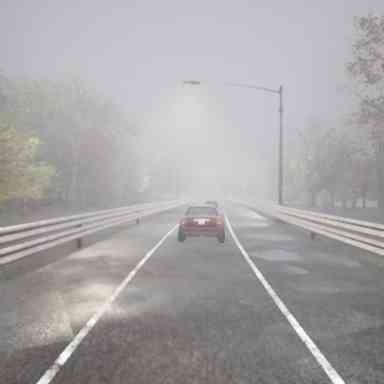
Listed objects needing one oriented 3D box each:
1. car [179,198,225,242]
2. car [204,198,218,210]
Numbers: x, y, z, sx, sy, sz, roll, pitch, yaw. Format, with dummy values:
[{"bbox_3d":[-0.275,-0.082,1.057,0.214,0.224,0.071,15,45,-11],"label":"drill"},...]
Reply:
[{"bbox_3d":[0.542,1.404,17.029,2.097,1.767,4.553,0,0,3],"label":"car"},{"bbox_3d":[2.724,1.639,47.710,1.882,1.535,5.008,1,0,3],"label":"car"}]
